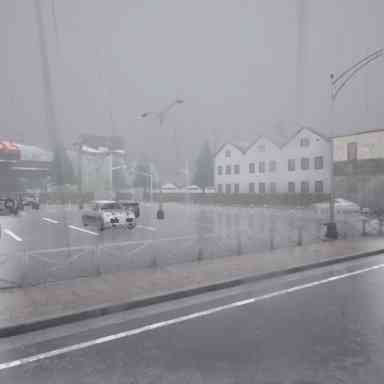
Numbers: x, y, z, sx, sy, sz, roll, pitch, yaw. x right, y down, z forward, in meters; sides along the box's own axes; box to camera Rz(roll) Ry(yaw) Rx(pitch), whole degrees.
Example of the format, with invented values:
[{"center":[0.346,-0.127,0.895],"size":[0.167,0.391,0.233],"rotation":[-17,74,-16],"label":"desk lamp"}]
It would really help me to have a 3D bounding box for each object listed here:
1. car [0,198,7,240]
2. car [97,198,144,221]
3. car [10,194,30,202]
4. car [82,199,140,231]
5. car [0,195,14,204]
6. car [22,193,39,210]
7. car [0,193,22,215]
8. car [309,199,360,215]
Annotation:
[{"center":[-9.665,1.169,14.375],"size":[2.152,1.636,5.027],"rotation":[0,0,-36],"label":"car"},{"center":[-5.742,1.313,26.231],"size":[2.007,1.523,4.514],"rotation":[0,0,-36],"label":"car"},{"center":[-38.162,1.328,73.786],"size":[3.866,1.878,1.905],"rotation":[0,0,-36],"label":"car"},{"center":[-4.629,1.248,18.365],"size":[1.970,1.475,3.806],"rotation":[0,0,-36],"label":"car"},{"center":[-38.404,1.495,66.658],"size":[4.611,1.667,2.242],"rotation":[0,0,-36],"label":"car"},{"center":[-19.101,1.092,38.662],"size":[1.905,1.878,3.866],"rotation":[0,0,-36],"label":"car"},{"center":[-17.207,1.113,30.348],"size":[1.932,1.855,4.605],"rotation":[0,0,-36],"label":"car"},{"center":[13.517,1.349,31.801],"size":[1.812,1.442,4.674],"rotation":[0,0,-35],"label":"car"}]
